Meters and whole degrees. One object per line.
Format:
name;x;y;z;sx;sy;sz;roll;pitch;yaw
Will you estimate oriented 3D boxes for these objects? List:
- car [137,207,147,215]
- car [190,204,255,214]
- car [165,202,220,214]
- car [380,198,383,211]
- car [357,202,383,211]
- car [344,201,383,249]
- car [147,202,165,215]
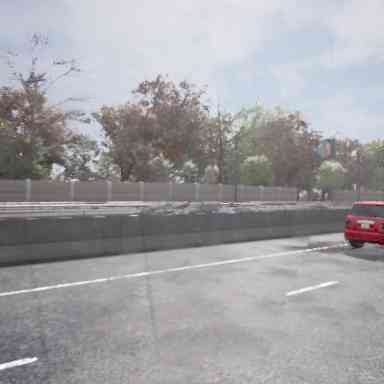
car;-2.928;1.708;32.005;4.902;1.511;2.128;1;-1;-35
car;2.830;1.759;23.216;5.357;1.411;2.033;1;-1;-36
car;0.616;1.560;25.934;4.553;1.767;2.097;1;-1;-35
car;32.376;2.007;52.815;5.566;2.045;2.150;1;-1;-35
car;29.841;2.324;55.300;5.357;1.411;2.033;1;-1;-35
car;8.848;1.431;14.364;5.566;2.045;2.150;1;0;-36
car;-1.114;1.718;29.000;4.892;1.490;1.837;1;-1;-35
